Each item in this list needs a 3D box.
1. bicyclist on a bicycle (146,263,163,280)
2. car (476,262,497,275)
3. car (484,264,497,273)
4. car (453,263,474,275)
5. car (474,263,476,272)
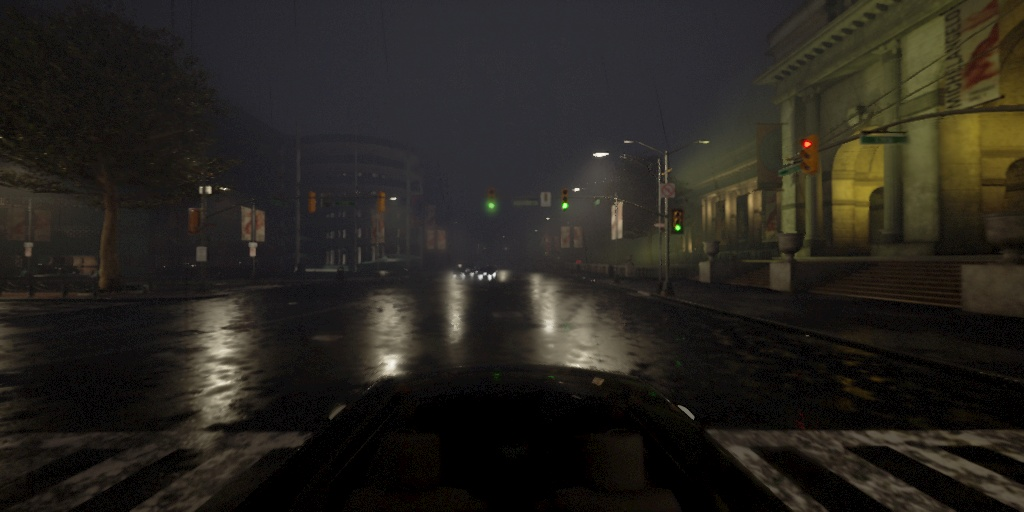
[{"bbox_3d":[-34.232,1.466,34.379,0.582,1.620,1.656,0,0,0],"label":"bicyclist on a bicycle"},{"bbox_3d":[-3.608,1.940,51.058,1.994,1.385,4.181,0,-1,0],"label":"car"},{"bbox_3d":[-3.581,2.088,59.818,1.895,1.301,4.718,0,-1,0],"label":"car"},{"bbox_3d":[-7.100,1.922,50.962,2.033,1.411,5.357,0,-1,0],"label":"car"},{"bbox_3d":[-7.102,2.001,60.497,1.837,1.490,4.892,0,-1,0],"label":"car"}]
